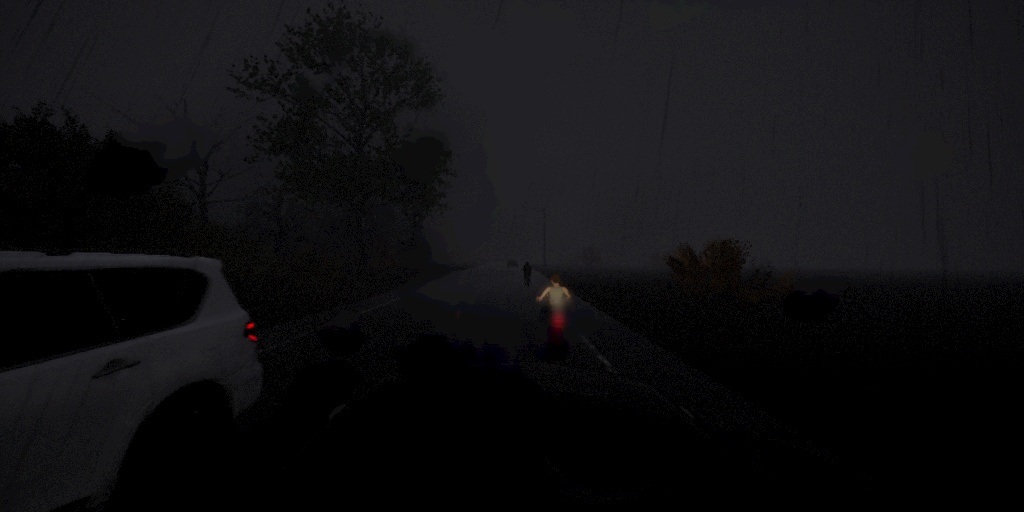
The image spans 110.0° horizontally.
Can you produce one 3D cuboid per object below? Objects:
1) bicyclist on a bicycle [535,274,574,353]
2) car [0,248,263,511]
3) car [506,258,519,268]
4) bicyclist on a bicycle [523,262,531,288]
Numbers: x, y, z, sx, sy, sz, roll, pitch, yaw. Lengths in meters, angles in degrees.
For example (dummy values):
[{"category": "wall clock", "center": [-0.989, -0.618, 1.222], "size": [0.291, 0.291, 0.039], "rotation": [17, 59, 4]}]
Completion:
[{"category": "bicyclist on a bicycle", "center": [0.956, 1.186, 7.839], "size": [0.866, 1.612, 1.509], "rotation": [0, 0, 0]}, {"category": "car", "center": [-3.600, 0.971, 1.315], "size": [2.150, 2.045, 5.566], "rotation": [0, 0, 0]}, {"category": "car", "center": [0.092, 1.224, 61.839], "size": [1.837, 1.490, 4.892], "rotation": [0, 0, 0]}, {"category": "bicyclist on a bicycle", "center": [0.960, 1.198, 22.573], "size": [0.582, 1.620, 1.656], "rotation": [0, 0, 0]}]
